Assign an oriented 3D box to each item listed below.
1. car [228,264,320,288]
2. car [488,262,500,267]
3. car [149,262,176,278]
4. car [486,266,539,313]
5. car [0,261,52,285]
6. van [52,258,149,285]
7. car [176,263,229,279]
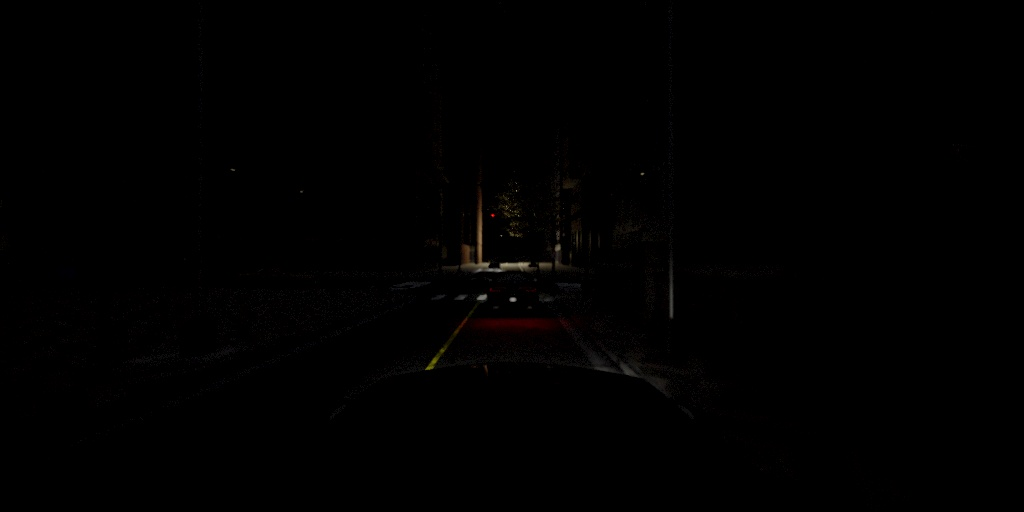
[{"bbox_3d":[-14.950,1.314,22.984,4.829,1.417,1.751,0,0,0],"label":"car"},{"bbox_3d":[-3.064,1.623,62.593,1.895,1.301,4.718,0,0,1],"label":"car"},{"bbox_3d":[-31.942,1.210,31.602,4.507,1.381,1.888,0,0,0],"label":"car"},{"bbox_3d":[0.037,1.329,14.526,1.882,1.535,5.008,0,0,0],"label":"car"},{"bbox_3d":[-31.979,1.149,23.077,4.403,1.370,2.007,0,0,0],"label":"car"},{"bbox_3d":[-26.361,1.009,23.046,3.998,1.789,1.690,0,0,0],"label":"van"},{"bbox_3d":[-26.324,1.301,31.571,4.313,1.339,1.948,0,0,0],"label":"car"}]
